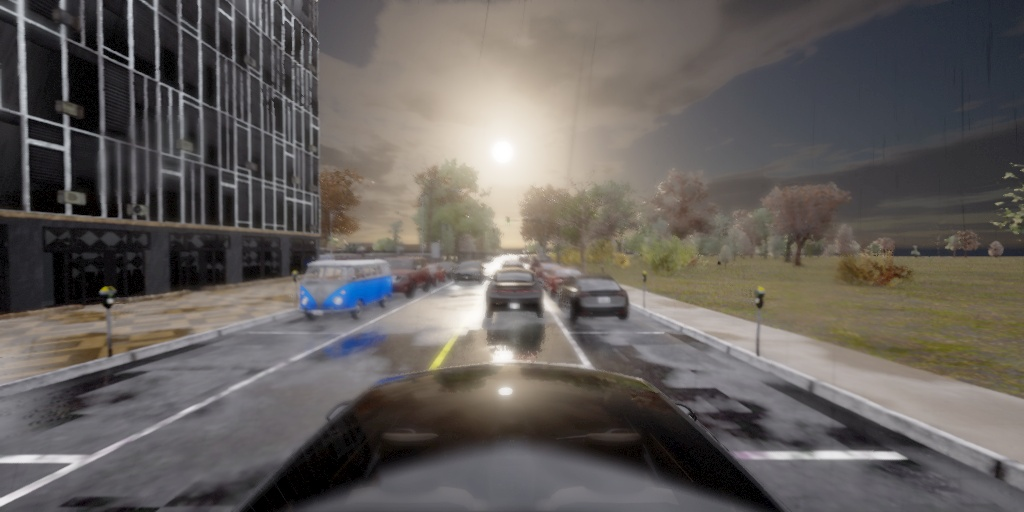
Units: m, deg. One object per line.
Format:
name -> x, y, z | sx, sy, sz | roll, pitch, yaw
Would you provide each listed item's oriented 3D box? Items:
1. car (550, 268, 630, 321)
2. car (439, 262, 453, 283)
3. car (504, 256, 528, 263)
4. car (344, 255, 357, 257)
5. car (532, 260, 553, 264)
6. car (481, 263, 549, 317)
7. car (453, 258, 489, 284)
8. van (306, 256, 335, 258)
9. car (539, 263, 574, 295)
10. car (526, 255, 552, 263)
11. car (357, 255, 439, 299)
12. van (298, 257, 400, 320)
car -> 2.565, 1.246, 11.987 | 1.948, 1.339, 4.313 | 0, 0, 0
car -> -5.316, 1.154, 23.040 | 1.888, 1.381, 4.507 | 0, 0, 0
car -> 0.095, 1.042, 30.058 | 1.882, 1.535, 5.008 | 0, 0, 0
car -> -25.674, 0.702, 56.856 | 5.009, 1.841, 2.192 | 0, 0, -1
car -> 2.580, 1.146, 24.287 | 1.888, 1.381, 4.507 | 0, 0, 0
car -> 0.089, 1.181, 12.806 | 1.837, 1.490, 4.892 | 0, 1, 0
car -> -2.844, 1.101, 25.017 | 1.837, 1.490, 4.892 | 0, 0, 0
van -> -25.823, 0.886, 48.684 | 3.998, 1.789, 1.690 | 0, 0, -1
car -> 2.565, 1.190, 17.527 | 1.888, 1.381, 4.507 | 0, 0, 0
car -> 2.694, 0.860, 32.923 | 2.192, 1.841, 5.009 | 0, 0, 0
car -> -5.316, 0.960, 17.492 | 2.192, 1.841, 5.009 | 0, 0, 0
van -> -5.316, 1.022, 11.945 | 1.690, 1.789, 3.998 | 0, 0, 0
